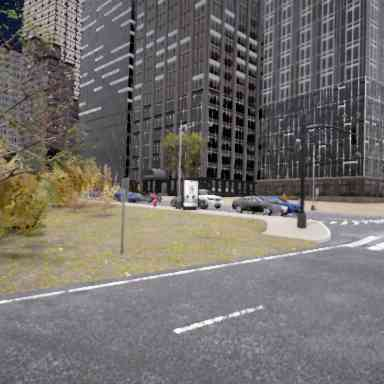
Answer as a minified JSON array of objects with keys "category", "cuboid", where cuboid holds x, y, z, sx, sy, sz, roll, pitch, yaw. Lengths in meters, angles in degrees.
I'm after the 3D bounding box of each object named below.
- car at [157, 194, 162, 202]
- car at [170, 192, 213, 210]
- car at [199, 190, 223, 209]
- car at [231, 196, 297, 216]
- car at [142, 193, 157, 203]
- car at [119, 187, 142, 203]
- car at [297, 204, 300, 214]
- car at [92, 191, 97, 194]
[{"category":"car","cuboid":[-6.829,0.930,55.863,1.812,1.442,4.674,3,-1,-41]},{"category":"car","cuboid":[-0.351,0.983,33.173,1.994,1.385,4.181,3,-1,-40]},{"category":"car","cuboid":[0.954,0.731,36.701,2.150,2.045,5.566,3,-1,-40]},{"category":"car","cuboid":[5.296,1.074,26.288,2.128,1.511,4.902,3,-1,-39]},{"category":"car","cuboid":[-7.397,0.799,46.476,1.812,1.442,4.674,3,-1,-41]},{"category":"car","cuboid":[-9.374,0.381,43.830,2.150,2.045,5.566,3,-1,-40]},{"category":"car","cuboid":[7.240,1.168,29.057,1.882,1.535,5.008,3,-1,-39]},{"category":"car","cuboid":[-19.181,0.498,64.641,2.128,1.511,4.902,3,-1,-43]}]
